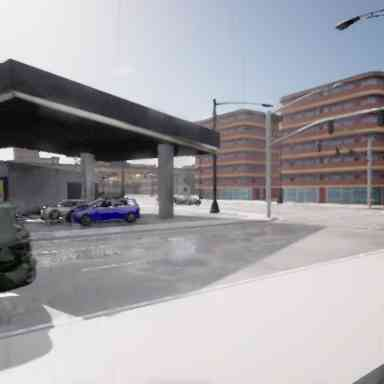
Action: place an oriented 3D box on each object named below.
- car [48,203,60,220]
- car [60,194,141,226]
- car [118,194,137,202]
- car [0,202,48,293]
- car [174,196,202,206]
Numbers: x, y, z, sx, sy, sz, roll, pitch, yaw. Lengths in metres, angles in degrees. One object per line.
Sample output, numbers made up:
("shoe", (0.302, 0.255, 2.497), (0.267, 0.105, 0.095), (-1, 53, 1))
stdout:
("car", (-9.630, 1.341, 25.799), (3.806, 1.475, 1.970), (0, 0, -35))
("car", (-5.678, 1.192, 21.560), (4.611, 1.667, 2.242), (0, 0, -35))
("car", (-12.741, 1.200, 65.328), (1.812, 1.442, 4.674), (0, 0, -36))
("car", (-5.635, 1.210, 5.488), (5.566, 2.045, 2.150), (0, 0, -35))
("car", (-0.434, 1.290, 48.471), (1.994, 1.385, 4.181), (0, 0, -36))
